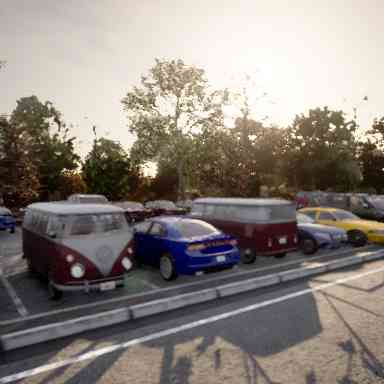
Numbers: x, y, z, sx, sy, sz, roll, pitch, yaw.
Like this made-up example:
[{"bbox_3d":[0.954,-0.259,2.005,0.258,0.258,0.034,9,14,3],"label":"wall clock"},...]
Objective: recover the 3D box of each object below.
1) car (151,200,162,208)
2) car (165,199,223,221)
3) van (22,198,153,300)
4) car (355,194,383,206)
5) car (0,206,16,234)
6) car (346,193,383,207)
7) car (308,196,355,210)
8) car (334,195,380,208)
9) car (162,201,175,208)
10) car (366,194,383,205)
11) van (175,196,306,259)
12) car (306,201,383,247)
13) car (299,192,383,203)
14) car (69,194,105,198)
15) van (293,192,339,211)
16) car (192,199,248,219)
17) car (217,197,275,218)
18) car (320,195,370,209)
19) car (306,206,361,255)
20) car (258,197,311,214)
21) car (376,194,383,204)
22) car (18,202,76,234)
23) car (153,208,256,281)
[{"bbox_3d":[-4.454,1.419,23.498,2.097,1.535,5.008,-1,0,-36],"label":"car"},{"bbox_3d":[0.058,1.365,26.732,2.231,1.521,4.892,-1,0,-36],"label":"car"},{"bbox_3d":[-2.947,1.267,8.340,1.878,1.987,4.442,-1,0,-36],"label":"van"},{"bbox_3d":[24.880,1.065,44.507,2.097,1.535,5.008,-1,0,-36],"label":"car"},{"bbox_3d":[-11.219,1.499,18.641,2.097,1.535,5.008,-1,0,-36],"label":"car"},{"bbox_3d":[22.607,0.966,42.911,2.185,1.767,4.553,-1,0,-36],"label":"car"},{"bbox_3d":[15.858,1.212,38.035,2.002,1.452,4.674,-1,0,-36],"label":"car"},{"bbox_3d":[20.372,1.158,41.269,2.002,1.452,4.674,-1,0,-36],"label":"car"},{"bbox_3d":[-2.198,1.392,25.115,2.097,1.535,5.008,-1,0,-36],"label":"car"},{"bbox_3d":[27.143,1.040,46.114,2.231,1.521,4.892,-1,0,-36],"label":"car"},{"bbox_3d":[1.478,1.212,11.796,1.878,1.987,4.442,-1,0,-36],"label":"van"},{"bbox_3d":[6.213,1.380,14.816,1.946,1.575,5.366,-1,0,-36],"label":"car"},{"bbox_3d":[8.399,1.104,16.574,2.435,2.045,5.566,-1,0,-36],"label":"car"},{"bbox_3d":[-6.693,1.195,21.853,2.435,2.045,5.566,-1,0,-36],"label":"car"},{"bbox_3d":[13.530,0.973,36.515,1.878,1.987,4.442,-1,0,-36],"label":"van"},{"bbox_3d":[2.301,1.366,28.366,2.163,1.488,4.792,-1,0,-36],"label":"car"},{"bbox_3d":[4.682,1.306,29.807,1.946,1.575,5.366,-1,0,-36],"label":"car"},{"bbox_3d":[18.117,1.144,39.650,2.097,1.535,5.008,-1,0,-36],"label":"car"},{"bbox_3d":[3.825,1.451,13.337,2.002,1.452,4.674,-1,0,-36],"label":"car"},{"bbox_3d":[9.105,1.284,33.167,2.163,1.488,4.792,-1,0,-36],"label":"car"},{"bbox_3d":[29.378,1.043,47.758,2.163,1.488,4.792,-1,0,-36],"label":"car"},{"bbox_3d":[-8.960,1.475,20.258,2.231,1.521,4.892,-1,0,-36],"label":"car"},{"bbox_3d":[-0.728,1.466,10.066,2.097,1.535,5.008,-1,0,-36],"label":"car"}]
